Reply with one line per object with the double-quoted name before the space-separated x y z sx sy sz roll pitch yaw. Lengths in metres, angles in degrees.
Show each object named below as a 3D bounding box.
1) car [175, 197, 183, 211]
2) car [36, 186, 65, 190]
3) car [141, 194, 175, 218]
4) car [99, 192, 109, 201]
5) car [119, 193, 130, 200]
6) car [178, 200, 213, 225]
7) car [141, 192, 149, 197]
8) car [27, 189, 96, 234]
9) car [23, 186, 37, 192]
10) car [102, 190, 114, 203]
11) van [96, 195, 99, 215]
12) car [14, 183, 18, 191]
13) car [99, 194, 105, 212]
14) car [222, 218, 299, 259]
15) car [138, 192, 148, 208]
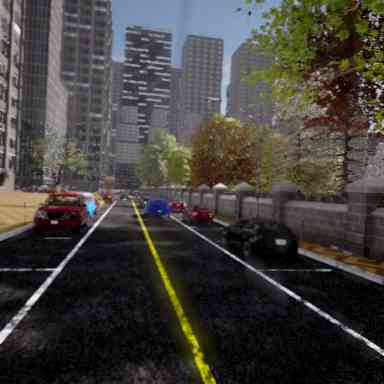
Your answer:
"car" -1.747 1.275 34.666 1.967 1.590 4.097 3 0 -11
"car" -28.967 -0.136 68.092 4.206 1.307 1.802 3 -1 -10
"car" -2.914 1.276 27.692 1.882 1.535 5.008 3 0 -11
"car" -9.599 0.998 33.029 1.752 1.417 4.829 3 0 -11
"car" -12.833 0.807 63.679 1.994 1.385 4.181 3 0 -11
"car" 0.375 1.544 23.774 1.802 1.307 4.206 3 0 -11
"car" -13.298 0.685 93.741 2.008 1.369 4.403 3 0 -11
"car" -6.434 0.976 16.883 2.192 1.841 5.009 3 0 -11
"car" -35.765 -0.678 74.901 4.097 1.590 1.967 3 -1 -10
"car" -12.669 0.602 49.536 2.192 1.841 5.009 3 0 -11
"van" -7.498 0.939 22.321 1.690 1.788 3.998 3 0 -11
"car" -41.193 -1.120 73.950 5.009 1.841 2.192 3 -1 -10
"car" -8.572 1.117 27.759 1.802 1.307 4.206 3 0 -11
"car" 2.505 1.653 12.881 1.947 1.339 4.313 3 0 -11
"car" -5.602 1.130 41.230 2.128 1.511 4.902 3 0 -10
